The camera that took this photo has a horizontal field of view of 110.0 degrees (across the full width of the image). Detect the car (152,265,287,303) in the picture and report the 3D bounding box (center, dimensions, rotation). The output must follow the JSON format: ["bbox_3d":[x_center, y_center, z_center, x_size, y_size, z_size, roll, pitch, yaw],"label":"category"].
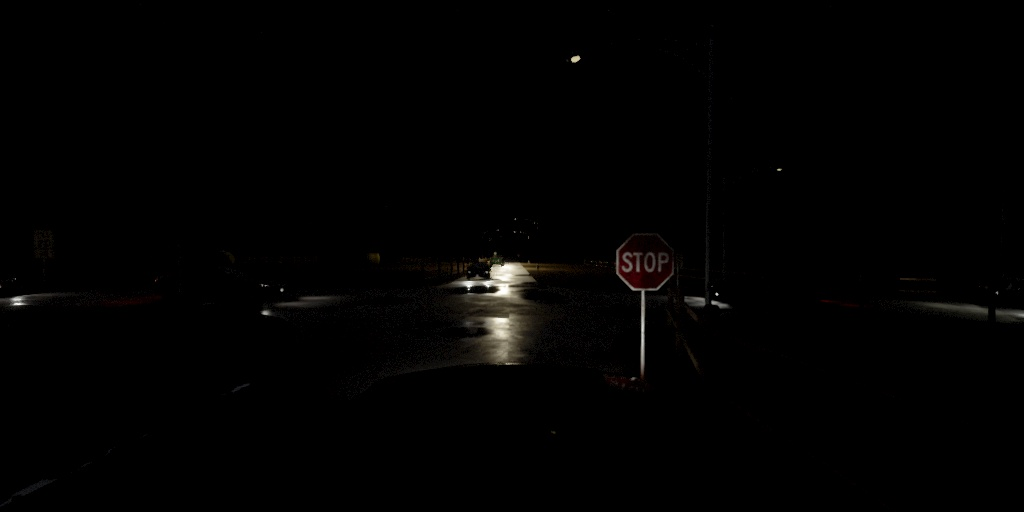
[{"bbox_3d":[-11.914,1.101,14.781,4.674,1.442,1.812,1,1,-4],"label":"car"}]

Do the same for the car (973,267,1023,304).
[{"bbox_3d":[26.484,1.523,17.625,5.566,2.045,2.150,1,1,0],"label":"car"}]

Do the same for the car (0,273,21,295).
[{"bbox_3d":[-23.057,0.919,14.474,4.674,1.442,1.812,1,1,0],"label":"car"}]

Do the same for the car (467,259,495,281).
[{"bbox_3d":[-2.709,1.260,30.432,1.812,1.442,4.674,0,0,0],"label":"car"}]

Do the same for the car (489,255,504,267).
[{"bbox_3d":[-2.668,0.778,62.538,2.150,2.045,5.566,0,0,0],"label":"car"}]

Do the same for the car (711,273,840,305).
[{"bbox_3d":[12.756,1.545,17.600,5.357,1.411,2.033,1,1,1],"label":"car"}]
